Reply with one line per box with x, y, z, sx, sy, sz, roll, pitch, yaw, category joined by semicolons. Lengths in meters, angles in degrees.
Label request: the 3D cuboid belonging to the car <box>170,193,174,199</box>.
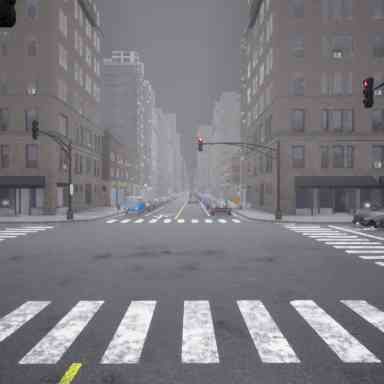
-5.555;1.543;73.101;1.887;1.381;4.507;0;0;0;car

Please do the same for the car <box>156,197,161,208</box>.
-5.674;1.568;44.760;1.947;1.339;4.313;0;0;0;car

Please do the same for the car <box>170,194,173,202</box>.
-5.579;1.566;67.433;1.947;1.339;4.313;0;0;0;car

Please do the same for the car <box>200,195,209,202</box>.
2.994;1.436;78.744;1.967;1.590;4.097;0;0;0;car

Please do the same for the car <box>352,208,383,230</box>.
12.971;1.560;20.720;5.357;1.411;2.033;0;0;0;car

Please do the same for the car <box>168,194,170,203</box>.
-5.604;1.527;61.595;1.752;1.417;4.829;0;0;0;car

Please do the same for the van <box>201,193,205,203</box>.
2.899;1.343;56.066;1.690;1.788;3.998;0;0;0;van

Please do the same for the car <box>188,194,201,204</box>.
0.261;1.565;62.960;1.994;1.385;4.181;0;0;0;car

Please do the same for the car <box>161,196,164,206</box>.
-5.651;1.585;50.428;1.802;1.307;4.206;0;0;0;car

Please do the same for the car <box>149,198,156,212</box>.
-5.698;1.442;39.092;1.967;1.590;4.097;0;0;0;car

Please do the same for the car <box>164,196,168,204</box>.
-5.627;1.568;56.097;1.947;1.339;4.313;0;0;0;car

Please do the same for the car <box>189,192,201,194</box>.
0.303;1.038;72.994;2.150;2.045;5.566;0;0;0;car

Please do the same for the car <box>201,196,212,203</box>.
2.947;1.551;67.405;2.008;1.369;4.403;0;0;0;car

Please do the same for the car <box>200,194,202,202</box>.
2.923;1.526;61.905;1.752;1.417;4.829;0;0;0;car

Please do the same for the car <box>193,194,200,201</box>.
1.159;1.447;89.582;1.801;1.575;5.366;0;0;0;car

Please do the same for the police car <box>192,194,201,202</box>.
1.126;1.421;79.487;1.930;1.638;5.238;0;0;-1;police car

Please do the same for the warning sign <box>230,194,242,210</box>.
5.230;1.118;39.374;1.300;1.860;1.060;0;0;0;warning sign

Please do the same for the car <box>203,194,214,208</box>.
2.851;1.443;44.728;1.967;1.590;4.097;0;0;0;car

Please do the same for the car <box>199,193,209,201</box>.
3.018;1.308;84.413;2.192;1.841;5.009;0;0;0;car

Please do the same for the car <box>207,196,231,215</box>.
2.804;1.442;33.390;1.967;1.590;4.097;0;0;0;car

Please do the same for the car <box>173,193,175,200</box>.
-5.532;1.521;78.599;1.752;1.417;4.829;0;0;0;car

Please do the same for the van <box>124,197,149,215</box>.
-5.722;1.343;33.423;1.690;1.788;3.998;0;0;0;van

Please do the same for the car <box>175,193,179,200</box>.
-5.484;1.306;90.106;2.192;1.841;5.009;0;0;0;car

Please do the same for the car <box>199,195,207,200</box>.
3.042;1.557;90.083;1.947;1.339;4.313;0;0;0;car
